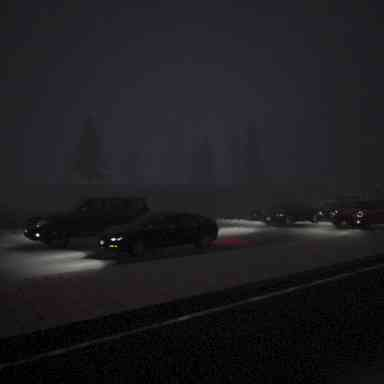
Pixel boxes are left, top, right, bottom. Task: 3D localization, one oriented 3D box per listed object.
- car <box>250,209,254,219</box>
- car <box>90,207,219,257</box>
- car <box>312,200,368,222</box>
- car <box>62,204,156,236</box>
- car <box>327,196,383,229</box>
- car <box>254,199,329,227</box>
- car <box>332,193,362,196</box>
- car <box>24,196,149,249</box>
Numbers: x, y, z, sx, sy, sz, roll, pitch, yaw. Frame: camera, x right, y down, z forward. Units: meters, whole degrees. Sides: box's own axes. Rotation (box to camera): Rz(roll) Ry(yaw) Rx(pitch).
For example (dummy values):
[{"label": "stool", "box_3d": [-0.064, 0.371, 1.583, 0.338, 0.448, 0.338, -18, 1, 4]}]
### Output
[{"label": "car", "box_3d": [6.793, 1.501, 27.151, 4.674, 1.442, 1.812, 0, 0, -35]}, {"label": "car", "box_3d": [-1.156, 1.495, 12.981, 4.892, 1.490, 1.837, -1, 0, -35]}, {"label": "car", "box_3d": [11.905, 1.477, 26.590, 4.892, 1.490, 1.837, 0, 0, -35]}, {"label": "car", "box_3d": [-4.686, 1.496, 19.064, 4.892, 1.490, 1.837, 0, 0, -35]}, {"label": "car", "box_3d": [11.126, 1.324, 21.638, 4.553, 1.767, 2.097, 0, 0, -35]}, {"label": "car", "box_3d": [6.931, 1.472, 22.973, 4.902, 1.511, 2.128, 0, 0, -36]}, {"label": "car", "box_3d": [14.891, 1.178, 32.956, 5.566, 2.045, 2.150, -1, 1, -35]}, {"label": "car", "box_3d": [-4.401, 1.215, 14.968, 5.566, 2.045, 2.150, 0, 0, -35]}]
